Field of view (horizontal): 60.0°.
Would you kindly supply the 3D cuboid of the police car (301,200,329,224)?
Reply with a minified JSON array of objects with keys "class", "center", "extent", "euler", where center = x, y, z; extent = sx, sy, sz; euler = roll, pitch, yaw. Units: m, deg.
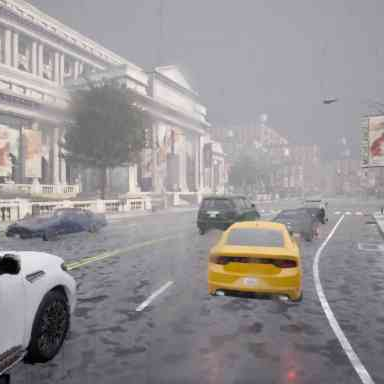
[{"class":"police car","center":[9.169,1.425,25.099],"extent":[1.930,1.638,5.238],"euler":[0,0,27]}]

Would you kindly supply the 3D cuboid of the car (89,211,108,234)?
[{"class":"car","center":[-6.543,1.548,16.936],"extent":[2.033,1.411,5.357],"euler":[0,0,24]}]

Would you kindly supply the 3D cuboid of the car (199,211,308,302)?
[{"class":"car","center":[1.700,1.478,8.446],"extent":[1.882,1.535,5.008],"euler":[0,0,15]}]

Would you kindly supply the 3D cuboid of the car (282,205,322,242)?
[{"class":"car","center":[5.162,1.564,16.744],"extent":[1.994,1.385,4.181],"euler":[0,0,26]}]

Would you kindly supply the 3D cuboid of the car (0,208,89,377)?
[{"class":"car","center":[-3.069,1.223,2.802],"extent":[2.150,2.045,5.566],"euler":[0,0,5]}]

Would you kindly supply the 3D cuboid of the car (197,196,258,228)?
[{"class":"car","center":[2.157,1.225,18.608],"extent":[2.150,2.045,5.566],"euler":[0,0,25]}]
